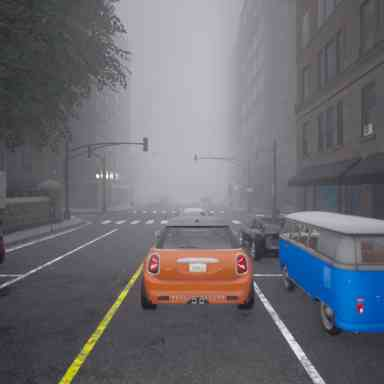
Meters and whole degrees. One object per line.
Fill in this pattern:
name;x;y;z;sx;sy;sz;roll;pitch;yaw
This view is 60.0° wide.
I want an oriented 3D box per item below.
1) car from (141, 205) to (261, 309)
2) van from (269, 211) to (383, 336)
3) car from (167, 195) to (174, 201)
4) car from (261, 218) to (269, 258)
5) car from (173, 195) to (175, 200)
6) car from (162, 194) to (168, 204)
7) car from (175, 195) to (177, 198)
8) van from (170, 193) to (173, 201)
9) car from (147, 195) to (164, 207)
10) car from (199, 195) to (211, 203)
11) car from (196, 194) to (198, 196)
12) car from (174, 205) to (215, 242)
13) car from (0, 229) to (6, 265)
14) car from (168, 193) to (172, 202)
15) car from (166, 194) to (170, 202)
car;0.100;1.351;7.999;2.097;1.767;4.553;0;0;0
van;2.855;1.340;6.443;1.690;1.788;3.998;0;0;0
car;-5.689;1.502;88.076;1.752;1.417;4.829;0;0;0
car;2.854;1.563;12.104;1.947;1.339;4.313;0;0;0
car;-5.686;1.523;77.344;2.008;1.369;4.403;0;0;0
car;-5.681;1.521;55.541;2.008;1.369;4.403;0;0;0
car;-5.688;1.289;82.795;2.192;1.841;5.009;0;0;0
van;-5.686;1.311;71.893;1.690;1.788;3.998;0;0;0
car;-5.680;1.498;49.920;1.752;1.417;4.829;0;0;0
car;2.841;1.410;66.480;1.967;1.590;4.097;0;0;0
car;2.835;1.506;93.893;1.752;1.417;4.829;0;0;0
car;0.098;1.520;17.214;1.812;1.442;4.674;0;0;0
car;-5.670;1.314;6.401;2.192;1.841;5.009;0;0;0
car;-5.684;1.514;66.443;1.887;1.381;4.507;0;0;0
car;-5.683;1.514;60.992;1.887;1.381;4.507;0;0;0
